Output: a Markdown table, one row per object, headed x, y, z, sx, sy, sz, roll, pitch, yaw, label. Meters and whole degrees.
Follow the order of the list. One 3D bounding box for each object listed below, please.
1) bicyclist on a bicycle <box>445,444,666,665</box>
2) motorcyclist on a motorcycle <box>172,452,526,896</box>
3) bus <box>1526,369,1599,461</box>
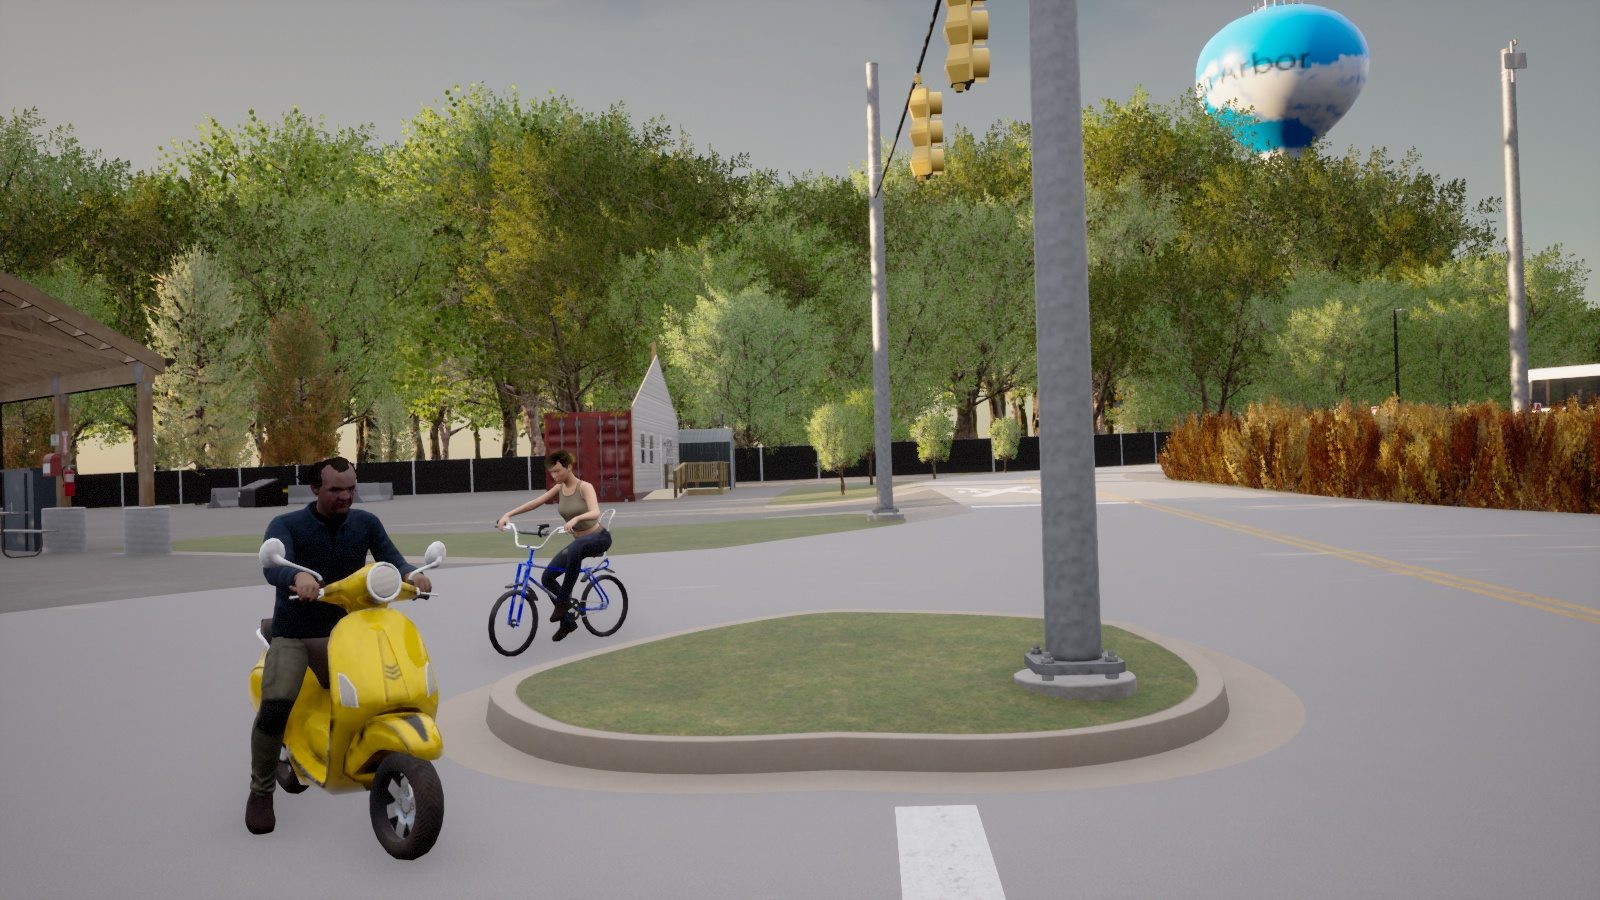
| x | y | z | sx | sy | sz | roll | pitch | yaw | label |
| --- | --- | --- | --- | --- | --- | --- | --- | --- | --- |
| -1.979 | 0.793 | 10.329 | 0.866 | 1.612 | 1.509 | -1 | 2 | 39 | bicyclist on a bicycle |
| -2.028 | 0.809 | 5.479 | 0.866 | 1.590 | 1.817 | 0 | 0 | -40 | motorcyclist on a motorcycle |
| 40.445 | -1.830 | 58.812 | 10.273 | 4.253 | 3.944 | -3 | 0 | 45 | bus |
